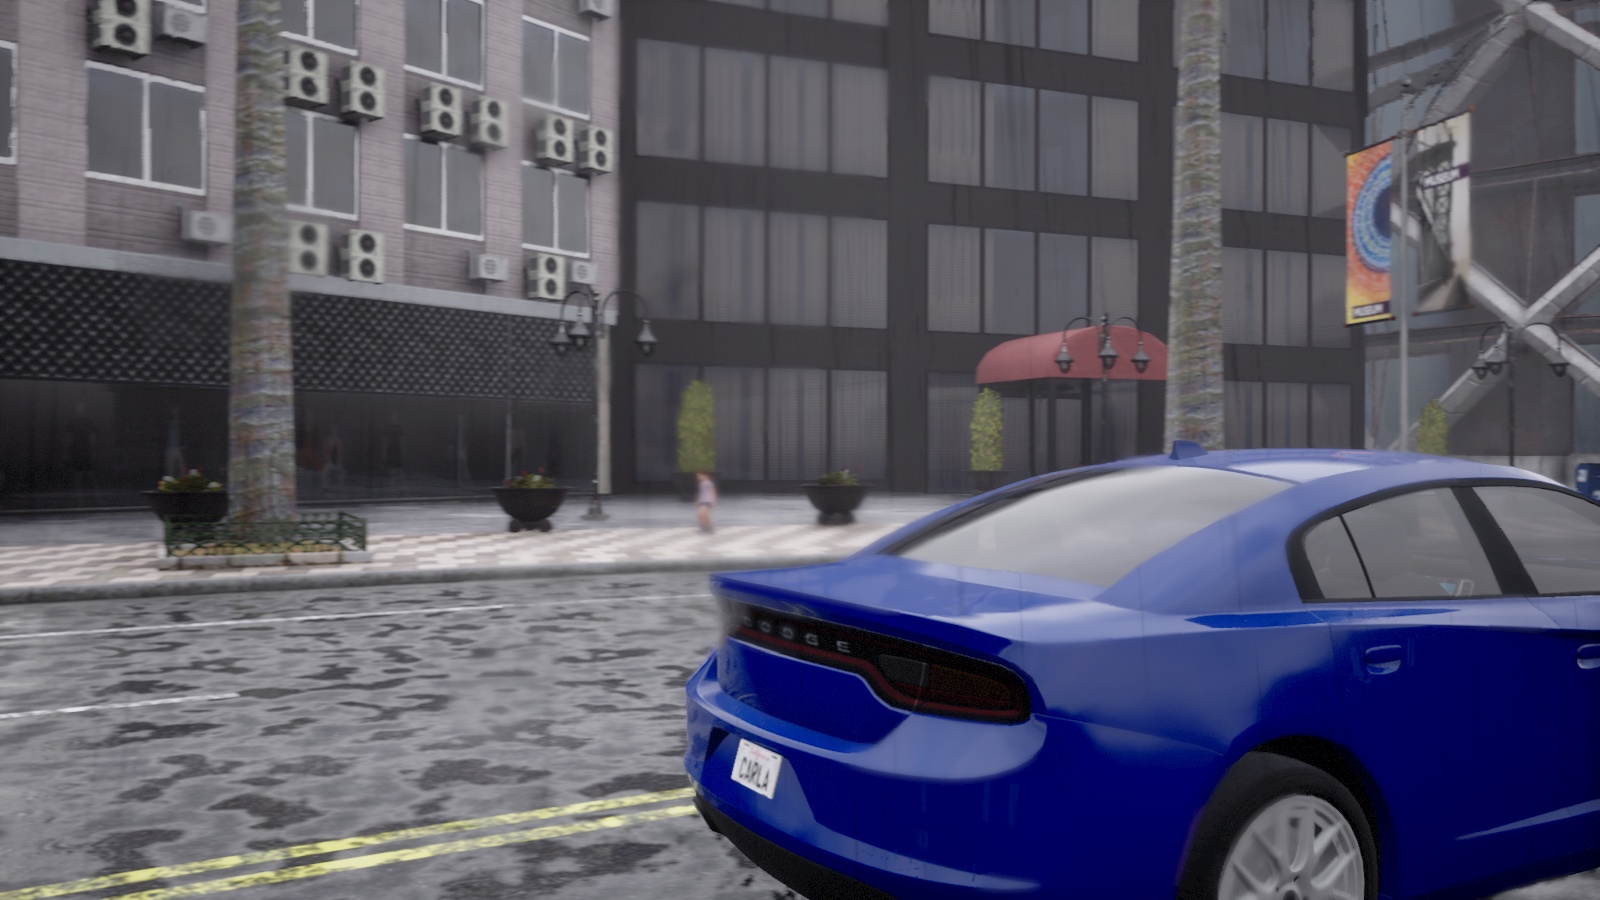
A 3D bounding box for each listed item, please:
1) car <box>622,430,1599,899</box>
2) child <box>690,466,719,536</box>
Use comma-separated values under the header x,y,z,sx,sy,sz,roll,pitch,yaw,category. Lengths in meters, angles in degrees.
x,y,z,sx,sy,sz,roll,pitch,yaw,category
2.042,0.726,4.676,5.008,1.535,1.882,0,0,-29,car
-1.544,0.816,20.209,0.394,1.110,0.255,0,0,-27,child
